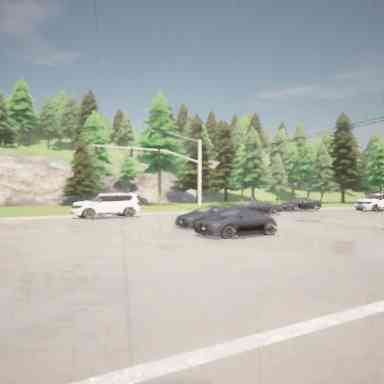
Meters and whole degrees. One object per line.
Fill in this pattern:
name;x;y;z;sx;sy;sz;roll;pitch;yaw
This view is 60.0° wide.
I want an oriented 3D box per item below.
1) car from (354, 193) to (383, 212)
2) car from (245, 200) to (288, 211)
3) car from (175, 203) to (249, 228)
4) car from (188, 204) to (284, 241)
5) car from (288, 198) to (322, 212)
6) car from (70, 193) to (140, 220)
car;21.011;1.180;37.571;5.566;2.045;2.150;0;0;-23
car;5.824;1.490;30.638;5.357;1.411;2.033;0;0;-27
car;1.089;1.520;20.020;4.181;1.385;1.994;0;0;-31
car;2.253;1.530;16.642;4.181;1.385;1.994;0;0;-31
car;12.429;1.432;37.669;4.902;1.511;2.128;0;0;-24
car;-7.021;1.143;27.411;5.566;2.045;2.150;0;0;-31
